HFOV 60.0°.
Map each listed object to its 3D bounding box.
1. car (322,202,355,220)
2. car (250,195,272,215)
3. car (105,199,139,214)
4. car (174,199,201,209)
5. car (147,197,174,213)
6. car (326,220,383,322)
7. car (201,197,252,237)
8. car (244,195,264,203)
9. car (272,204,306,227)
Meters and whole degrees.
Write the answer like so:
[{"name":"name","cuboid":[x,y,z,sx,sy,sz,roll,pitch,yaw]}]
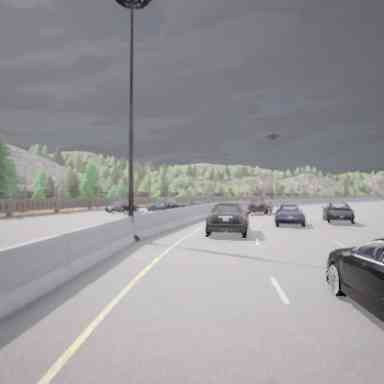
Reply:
[{"name":"car","cuboid":[11.023,1.524,25.218,2.128,1.511,4.902,0,0,17]},{"name":"car","cuboid":[7.331,1.407,35.406,2.097,1.767,4.553,0,0,22]},{"name":"car","cuboid":[-7.545,1.537,36.277,2.128,1.511,4.902,0,0,20]},{"name":"car","cuboid":[0.107,1.655,36.846,1.895,1.301,4.718,0,0,22]},{"name":"car","cuboid":[-3.238,1.407,37.719,2.097,1.767,4.553,0,0,22]},{"name":"car","cuboid":[3.852,1.500,5.625,2.128,1.511,4.902,0,0,3]},{"name":"car","cuboid":[2.042,1.364,18.275,2.097,1.767,4.553,0,0,11]},{"name":"car","cuboid":[13.326,1.452,71.075,2.128,1.511,4.902,0,0,40]},{"name":"car","cuboid":[6.854,1.589,23.342,1.994,1.385,4.181,0,0,15]}]
